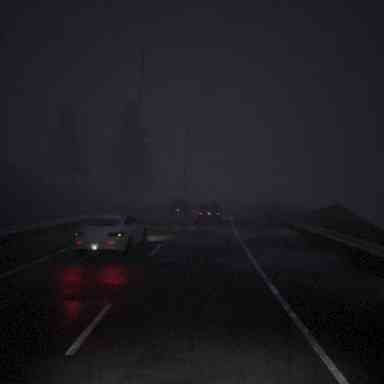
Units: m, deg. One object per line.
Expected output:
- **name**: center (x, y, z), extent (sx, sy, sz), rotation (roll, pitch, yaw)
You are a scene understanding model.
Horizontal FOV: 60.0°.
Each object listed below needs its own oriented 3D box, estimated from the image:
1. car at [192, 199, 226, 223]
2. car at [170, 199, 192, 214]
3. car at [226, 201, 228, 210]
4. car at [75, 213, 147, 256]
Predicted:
- **car**: center (1.413, 1.541, 25.358), extent (2.033, 1.411, 5.357), rotation (0, 0, 6)
- **car**: center (-1.061, 1.492, 34.534), extent (1.837, 1.490, 4.892), rotation (0, 0, 7)
- **car**: center (3.669, 1.590, 42.813), extent (1.895, 1.301, 4.718), rotation (0, 0, 9)
- **car**: center (-2.990, 1.519, 12.919), extent (1.812, 1.442, 4.674), rotation (0, 0, 3)
